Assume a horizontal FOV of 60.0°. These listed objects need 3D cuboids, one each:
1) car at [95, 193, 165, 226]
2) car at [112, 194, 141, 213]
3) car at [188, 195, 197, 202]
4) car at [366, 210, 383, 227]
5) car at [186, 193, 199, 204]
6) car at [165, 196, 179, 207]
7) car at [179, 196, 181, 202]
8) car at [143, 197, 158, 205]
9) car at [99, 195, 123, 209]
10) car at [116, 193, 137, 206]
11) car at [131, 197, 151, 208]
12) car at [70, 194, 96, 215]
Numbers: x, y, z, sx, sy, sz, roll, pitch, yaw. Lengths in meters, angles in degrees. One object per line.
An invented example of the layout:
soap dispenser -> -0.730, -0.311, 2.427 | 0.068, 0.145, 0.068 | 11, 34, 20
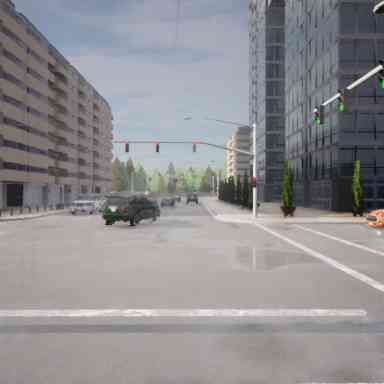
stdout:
car -> -4.222, 1.245, 23.759 | 2.150, 2.045, 5.566 | 1, 0, 18
car -> -7.419, 1.221, 38.114 | 2.150, 2.045, 5.566 | 0, 0, 1
car -> 0.098, 1.500, 74.538 | 1.837, 1.490, 4.892 | 0, 0, 1
car -> 13.579, 1.407, 21.101 | 4.553, 1.767, 2.097 | 0, 0, 0
car -> 0.062, 1.221, 63.825 | 2.150, 2.045, 5.566 | 0, 0, 1
car -> -3.597, 1.491, 50.601 | 2.128, 1.511, 4.902 | 0, 0, 1
car -> -3.402, 1.524, 74.657 | 1.812, 1.442, 4.674 | 0, 0, 1
car -> -7.187, 1.564, 58.379 | 1.994, 1.385, 4.181 | 0, 0, 1
car -> -10.867, 1.352, 44.784 | 2.097, 1.767, 4.553 | 0, 0, 1
car -> -10.736, 1.221, 54.985 | 2.150, 2.045, 5.566 | 0, 0, 1
car -> -7.325, 1.547, 48.359 | 2.033, 1.411, 5.357 | 0, 0, 1
car -> -10.928, 1.221, 34.940 | 2.150, 2.045, 5.566 | 0, 0, -1
